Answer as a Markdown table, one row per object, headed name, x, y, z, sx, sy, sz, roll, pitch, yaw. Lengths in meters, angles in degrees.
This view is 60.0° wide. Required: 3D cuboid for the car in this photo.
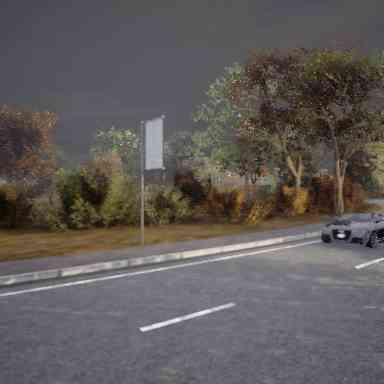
| name | x | y | z | sx | sy | sz | roll | pitch | yaw |
| --- | --- | --- | --- | --- | --- | --- | --- | --- | --- |
| car | 7.494 | 1.579 | 14.796 | 4.181 | 1.385 | 1.994 | 0 | 0 | -43 |
